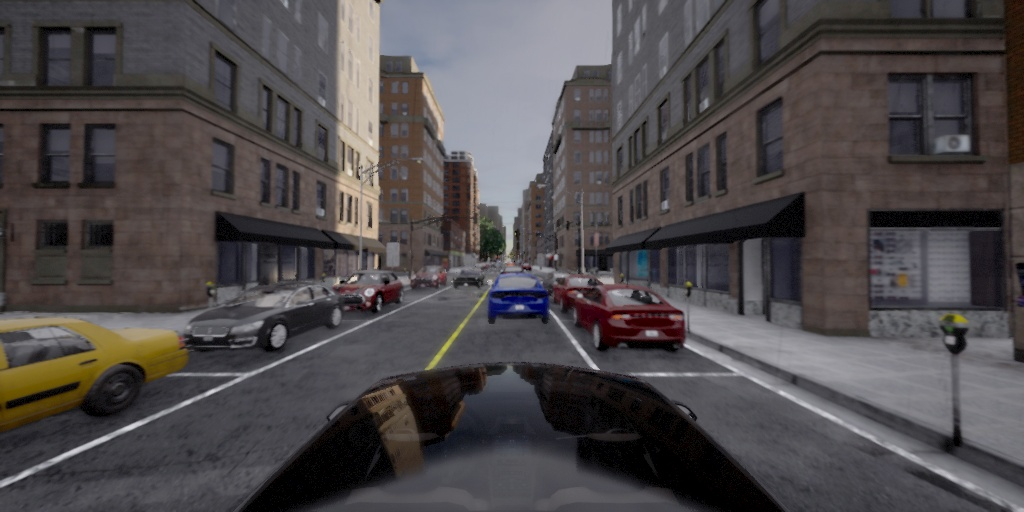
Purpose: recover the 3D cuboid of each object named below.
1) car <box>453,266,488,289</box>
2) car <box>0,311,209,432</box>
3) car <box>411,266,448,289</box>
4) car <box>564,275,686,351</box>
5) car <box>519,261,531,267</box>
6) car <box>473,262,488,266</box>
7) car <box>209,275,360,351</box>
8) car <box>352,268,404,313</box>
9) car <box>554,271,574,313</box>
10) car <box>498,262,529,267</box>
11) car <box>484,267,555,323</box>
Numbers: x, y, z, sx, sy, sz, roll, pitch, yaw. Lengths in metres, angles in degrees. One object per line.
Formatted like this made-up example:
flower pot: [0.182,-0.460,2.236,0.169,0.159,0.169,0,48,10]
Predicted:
car: [-3.026,1.606,25.875,1.895,1.301,4.718,0,-1,1]
car: [-5.856,1.294,3.423,1.751,1.417,4.829,0,0,0]
car: [-5.844,1.441,25.563,1.967,1.591,4.097,0,0,0]
car: [2.674,1.371,9.089,1.888,1.381,4.507,0,0,0]
car: [2.569,1.984,63.994,1.888,1.381,4.507,0,0,-1]
car: [-5.957,1.988,63.921,2.007,1.370,4.403,0,0,-1]
car: [-5.853,1.376,9.085,2.007,1.370,4.403,0,0,0]
car: [-5.850,1.323,14.577,1.967,1.591,4.097,0,0,0]
car: [2.677,1.429,14.580,1.888,1.381,4.507,0,0,0]
car: [0.112,1.508,28.179,1.882,1.535,5.008,0,-1,0]
car: [0.150,1.342,12.760,1.882,1.535,5.008,0,0,-2]
